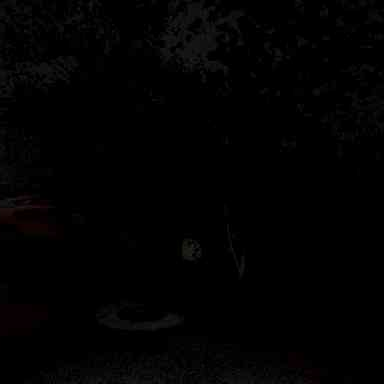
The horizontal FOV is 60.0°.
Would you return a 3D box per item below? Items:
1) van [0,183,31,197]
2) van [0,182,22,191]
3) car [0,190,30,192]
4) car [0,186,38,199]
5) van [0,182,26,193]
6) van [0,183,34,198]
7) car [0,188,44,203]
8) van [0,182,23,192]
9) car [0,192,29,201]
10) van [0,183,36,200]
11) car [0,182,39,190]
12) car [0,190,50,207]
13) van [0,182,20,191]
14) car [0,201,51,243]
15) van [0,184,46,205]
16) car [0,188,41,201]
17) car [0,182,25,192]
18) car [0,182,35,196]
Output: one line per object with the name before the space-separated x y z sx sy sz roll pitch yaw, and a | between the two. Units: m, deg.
van | -26.079 -0.302 48.623 4.442 1.987 1.878 1 1 -30
van | -41.017 -1.236 75.168 4.442 1.987 1.878 1 1 -30
car | -12.391 0.905 24.580 5.366 1.575 1.946 1 2 -30
car | -23.227 0.096 43.884 5.008 1.535 2.097 1 1 -30
van | -34.197 -0.814 63.264 4.442 1.987 1.878 1 1 -30
van | -24.501 -0.213 46.337 4.442 1.987 1.878 1 1 -30
car | -19.146 0.398 36.804 4.792 1.488 2.163 1 2 -30
van | -39.703 -1.155 72.874 4.442 1.987 1.878 1 1 -30
car | -8.134 1.109 17.587 4.553 1.767 2.185 1 2 -30
van | -21.935 -0.043 41.406 4.442 1.987 1.878 1 1 -30
car | -14.948 0.442 29.483 5.566 2.045 2.435 1 2 -30
car | -16.382 0.612 31.864 4.792 1.488 2.163 1 2 -30
van | -42.661 -1.329 77.570 4.442 1.987 1.878 1 1 -30
car | -6.794 1.343 15.169 5.008 1.535 2.097 1 2 -30
van | -17.685 0.248 34.439 4.442 1.987 1.878 1 2 -30
car | -20.456 0.305 39.093 4.792 1.488 2.163 1 1 -30
car | -38.451 -1.097 70.399 5.566 2.045 2.435 1 1 -30
car | -27.378 -0.411 51.069 5.566 2.045 2.435 1 1 -30
